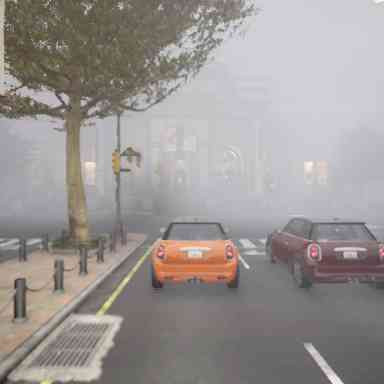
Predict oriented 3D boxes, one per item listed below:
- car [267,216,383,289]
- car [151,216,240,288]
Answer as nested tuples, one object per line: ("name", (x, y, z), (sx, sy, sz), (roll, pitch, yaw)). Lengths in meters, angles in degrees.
("car", (3.597, 1.469, 9.645), (2.097, 1.767, 4.553), (0, -1, 0))
("car", (0.081, 1.470, 9.711), (2.097, 1.767, 4.553), (0, -1, 0))
